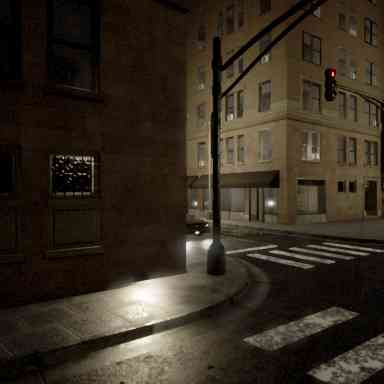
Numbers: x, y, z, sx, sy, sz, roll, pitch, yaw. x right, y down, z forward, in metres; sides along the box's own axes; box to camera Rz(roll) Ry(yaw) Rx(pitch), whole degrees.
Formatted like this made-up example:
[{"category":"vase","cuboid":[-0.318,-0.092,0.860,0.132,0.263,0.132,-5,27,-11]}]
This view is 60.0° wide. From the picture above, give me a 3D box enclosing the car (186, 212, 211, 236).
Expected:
[{"category":"car","cuboid":[-1.297,1.515,17.758,2.033,1.411,5.357,0,0,-36]}]
